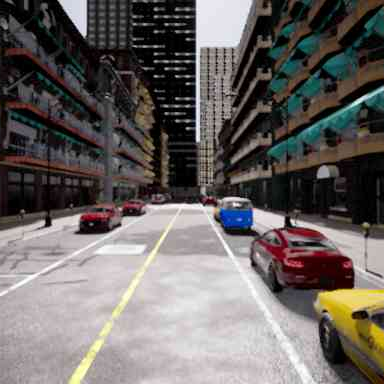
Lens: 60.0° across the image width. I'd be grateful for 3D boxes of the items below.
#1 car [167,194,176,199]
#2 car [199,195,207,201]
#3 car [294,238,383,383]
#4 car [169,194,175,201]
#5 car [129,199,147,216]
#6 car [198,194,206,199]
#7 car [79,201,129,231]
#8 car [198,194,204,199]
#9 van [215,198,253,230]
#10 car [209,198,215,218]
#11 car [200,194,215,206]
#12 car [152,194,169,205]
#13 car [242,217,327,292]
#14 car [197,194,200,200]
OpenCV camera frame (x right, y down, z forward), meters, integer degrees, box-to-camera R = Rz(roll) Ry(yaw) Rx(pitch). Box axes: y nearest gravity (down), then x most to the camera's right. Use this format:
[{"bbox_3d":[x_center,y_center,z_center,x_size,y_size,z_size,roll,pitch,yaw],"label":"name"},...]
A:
[{"bbox_3d":[-5.369,1.233,88.117,1.947,1.339,4.313,0,0,0],"label":"car"},{"bbox_3d":[2.519,1.278,76.749,1.802,1.307,4.206,0,0,0],"label":"car"},{"bbox_3d":[2.570,1.510,2.954,1.752,1.417,4.829,0,0,0],"label":"car"},{"bbox_3d":[-5.356,1.153,71.047,1.967,1.590,4.097,0,0,0],"label":"car"},{"bbox_3d":[-5.330,1.401,31.218,1.887,1.381,4.507,0,0,0],"label":"car"},{"bbox_3d":[2.511,1.233,88.129,1.947,1.339,4.313,0,0,0],"label":"car"},{"bbox_3d":[-5.322,1.451,19.838,1.887,1.381,4.507,0,0,0],"label":"car"},{"bbox_3d":[2.508,1.180,93.989,1.752,1.417,4.829,0,0,0],"label":"car"},{"bbox_3d":[2.560,1.247,19.852,1.690,1.788,3.998,0,0,0],"label":"van"},{"bbox_3d":[2.554,1.406,25.713,1.752,1.417,4.829,0,0,0],"label":"car"},{"bbox_3d":[2.540,1.228,48.300,1.967,1.590,4.097,0,0,0],"label":"car"},{"bbox_3d":[-5.344,1.208,53.977,1.967,1.590,4.097,0,0,0],"label":"car"},{"bbox_3d":[2.565,1.540,8.474,1.802,1.307,4.206,0,0,0],"label":"car"},{"bbox_3d":[2.527,1.312,65.371,1.802,1.307,4.206,0,0,0],"label":"car"}]
